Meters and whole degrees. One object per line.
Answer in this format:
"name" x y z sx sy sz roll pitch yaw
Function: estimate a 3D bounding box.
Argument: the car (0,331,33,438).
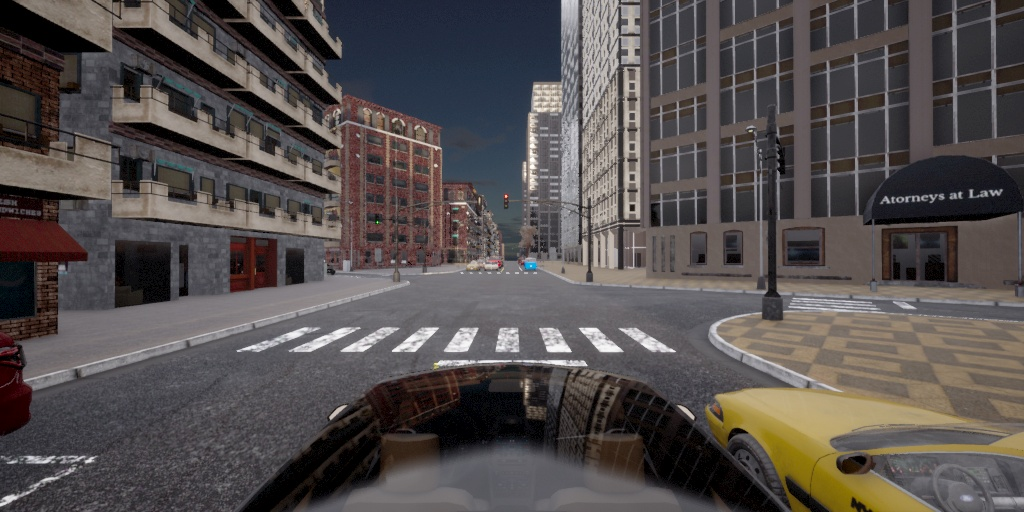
"car" -5.314 1.065 1.092 2.192 1.841 5.009 0 0 0

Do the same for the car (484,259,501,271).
"car" -2.865 1.396 50.205 1.895 1.301 4.718 0 0 -2

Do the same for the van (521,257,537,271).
"van" 2.549 1.136 50.094 1.690 1.789 3.998 0 0 0

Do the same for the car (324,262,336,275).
"car" -22.364 1.456 41.791 4.892 1.490 1.837 -1 -1 41

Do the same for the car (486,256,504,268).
"car" -2.851 1.038 59.713 2.150 2.045 5.566 0 0 0

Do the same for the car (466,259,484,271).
"car" -5.331 1.321 49.921 1.751 1.417 4.829 0 0 0

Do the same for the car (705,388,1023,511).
"car" 2.566 1.275 1.271 1.751 1.417 4.829 0 0 0
